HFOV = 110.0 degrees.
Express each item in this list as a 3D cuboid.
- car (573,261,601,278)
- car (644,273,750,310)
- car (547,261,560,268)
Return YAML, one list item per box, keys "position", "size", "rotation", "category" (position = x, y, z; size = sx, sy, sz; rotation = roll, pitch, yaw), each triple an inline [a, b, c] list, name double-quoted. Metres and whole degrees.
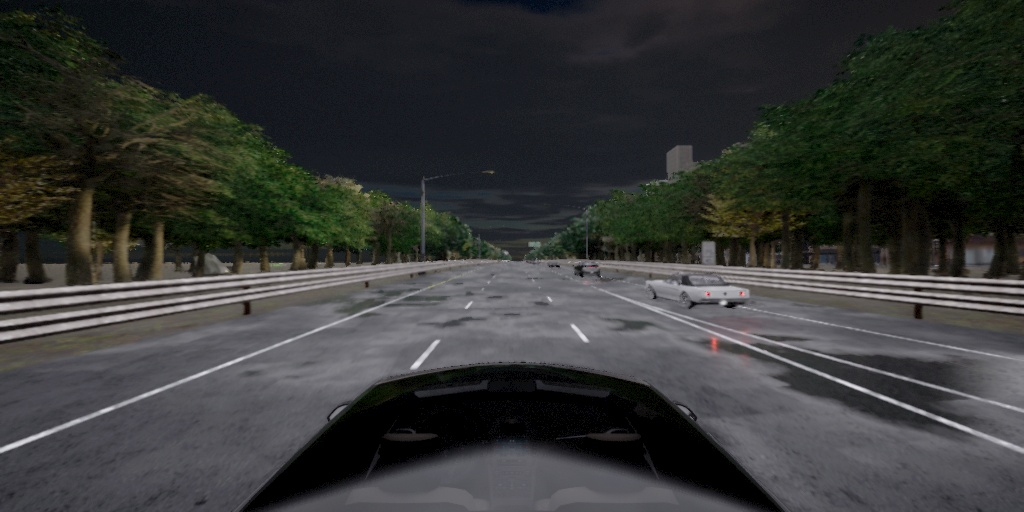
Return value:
- position: [7.008, 1.243, 33.840]
  size: [2.128, 1.511, 4.902]
  rotation: [0, 0, 0]
  category: "car"
- position: [7.271, 1.356, 14.775]
  size: [1.895, 1.301, 4.718]
  rotation: [0, 0, -4]
  category: "car"
- position: [7.078, 1.433, 61.837]
  size: [1.895, 1.301, 4.718]
  rotation: [0, 0, 0]
  category: "car"
